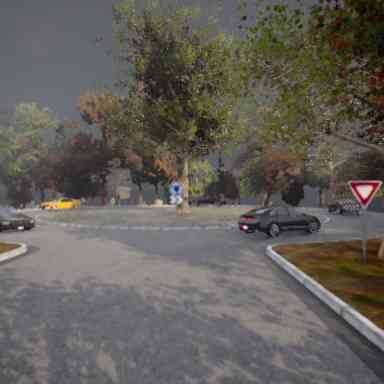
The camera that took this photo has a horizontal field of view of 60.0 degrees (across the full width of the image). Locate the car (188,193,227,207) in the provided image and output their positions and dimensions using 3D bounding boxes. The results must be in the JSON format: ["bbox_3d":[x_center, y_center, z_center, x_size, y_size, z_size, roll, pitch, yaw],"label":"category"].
[{"bbox_3d":[2.255,1.216,48.017,5.566,2.045,2.150,0,0,13],"label":"car"}]

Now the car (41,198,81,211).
[{"bbox_3d":[-15.707,1.440,39.781,1.882,1.535,5.008,-1,0,31],"label":"car"}]

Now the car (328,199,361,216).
[{"bbox_3d":[14.574,1.462,32.401,2.128,1.511,4.902,0,0,2],"label":"car"}]

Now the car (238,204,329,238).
[{"bbox_3d":[4.703,1.489,17.588,4.892,1.490,1.837,0,-2,-31],"label":"car"}]

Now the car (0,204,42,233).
[{"bbox_3d":[-11.267,1.529,19.405,5.357,1.411,2.033,0,0,37],"label":"car"}]
